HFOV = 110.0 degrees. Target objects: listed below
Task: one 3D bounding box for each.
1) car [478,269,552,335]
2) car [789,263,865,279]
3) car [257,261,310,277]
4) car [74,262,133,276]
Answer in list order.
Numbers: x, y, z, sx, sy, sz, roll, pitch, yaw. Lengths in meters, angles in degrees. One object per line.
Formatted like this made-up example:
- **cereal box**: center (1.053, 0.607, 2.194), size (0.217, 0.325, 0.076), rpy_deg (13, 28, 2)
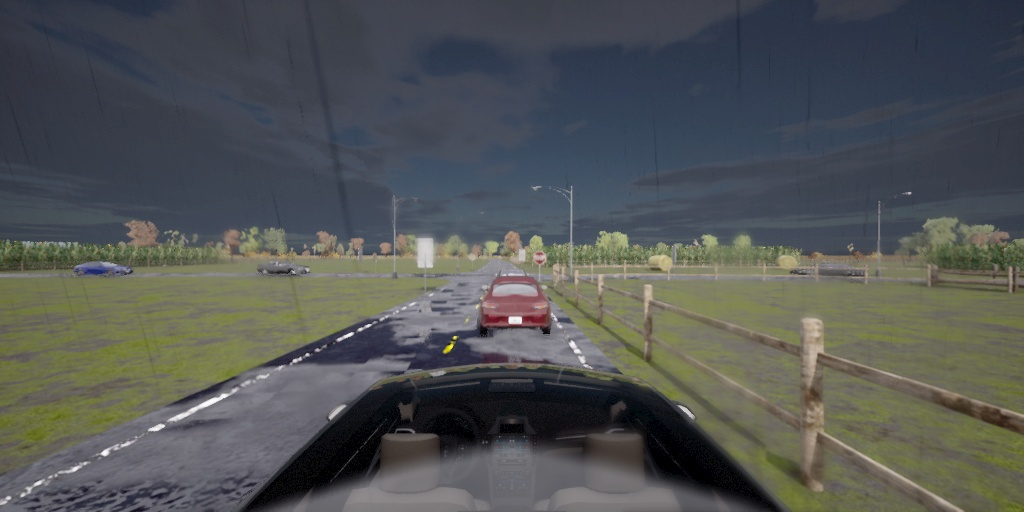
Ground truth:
- **car**: center (0.077, 1.288, 10.431), size (1.812, 1.442, 4.674), rpy_deg (0, 0, 0)
- **car**: center (28.887, 1.356, 32.955), size (5.357, 1.411, 2.033), rpy_deg (0, 0, 13)
- **car**: center (-23.178, 1.280, 36.507), size (4.902, 1.511, 2.128), rpy_deg (0, 0, 1)
- **car**: center (-41.488, 1.307, 36.435), size (4.674, 1.442, 1.812), rpy_deg (0, 0, -2)
